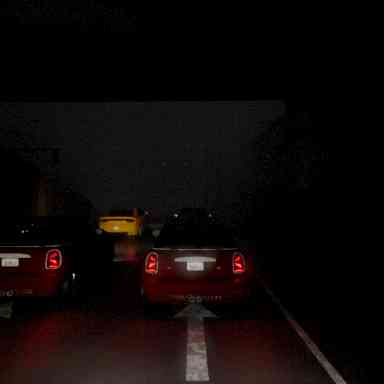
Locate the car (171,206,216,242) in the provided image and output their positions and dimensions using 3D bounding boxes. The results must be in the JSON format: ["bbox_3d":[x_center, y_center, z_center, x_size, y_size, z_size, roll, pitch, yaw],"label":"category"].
[{"bbox_3d":[0.068,1.547,17.618,2.033,1.411,5.357,0,0,0],"label":"car"}]

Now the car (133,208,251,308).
[{"bbox_3d":[0.067,1.352,8.092,2.097,1.767,4.553,0,0,0],"label":"car"}]

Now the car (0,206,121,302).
[{"bbox_3d":[-3.428,1.352,8.419,2.097,1.767,4.553,0,0,0],"label":"car"}]

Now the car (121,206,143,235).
[{"bbox_3d":[-3.433,1.477,17.508,1.882,1.535,5.008,0,0,0],"label":"car"}]
